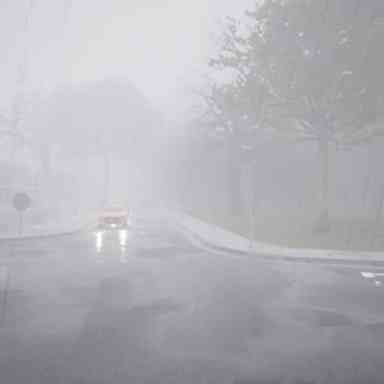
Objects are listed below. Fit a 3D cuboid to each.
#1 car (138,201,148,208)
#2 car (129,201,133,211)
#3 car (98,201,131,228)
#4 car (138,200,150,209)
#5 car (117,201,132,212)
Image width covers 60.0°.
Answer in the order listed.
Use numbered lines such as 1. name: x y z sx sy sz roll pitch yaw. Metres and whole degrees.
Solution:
1. car: -9.868 2.413 66.636 1.895 1.301 4.718 0 -1 -9
2. car: -7.394 1.818 34.505 2.128 1.511 4.902 0 -1 -9
3. car: -5.747 1.696 24.609 1.882 1.535 5.008 0 -1 -9
4. car: -8.149 2.141 56.331 2.128 1.511 4.902 0 -1 -9
5. car: -9.557 2.013 47.548 1.837 1.490 4.892 0 -1 -9
